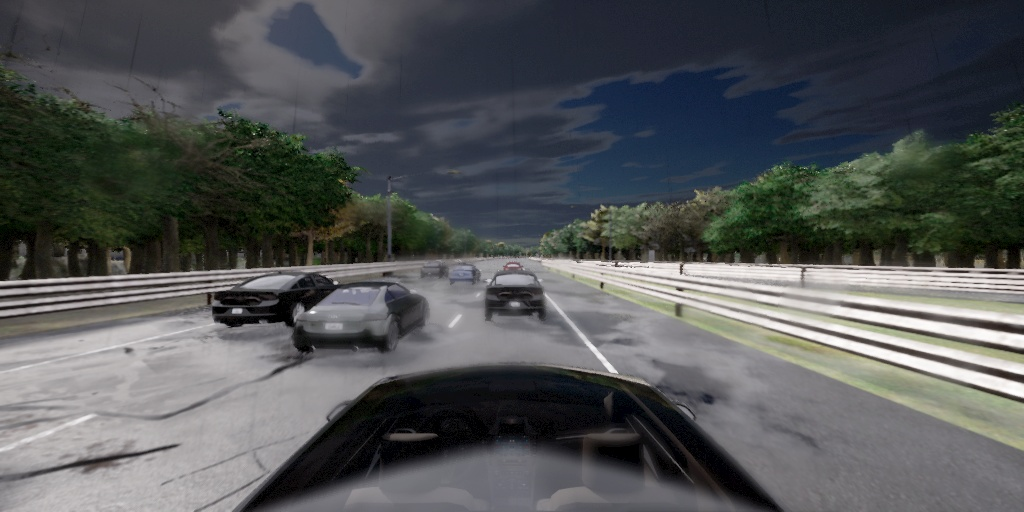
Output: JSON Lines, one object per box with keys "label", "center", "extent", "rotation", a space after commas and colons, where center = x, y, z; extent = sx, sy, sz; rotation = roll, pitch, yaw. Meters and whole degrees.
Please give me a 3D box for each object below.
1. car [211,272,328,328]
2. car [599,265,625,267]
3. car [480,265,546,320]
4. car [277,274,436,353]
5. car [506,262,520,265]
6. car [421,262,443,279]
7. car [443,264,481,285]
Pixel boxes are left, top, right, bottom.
{"label": "car", "center": [-6.898, 1.233, 11.476], "extent": [1.882, 1.535, 5.008], "rotation": [0, 0, 0]}
{"label": "car", "center": [14.656, 1.515, 52.925], "extent": [1.895, 1.301, 4.718], "rotation": [0, 0, -15]}
{"label": "car", "center": [0.105, 1.233, 12.678], "extent": [1.882, 1.535, 5.008], "rotation": [0, 0, 0]}
{"label": "car", "center": [-3.403, 1.317, 8.866], "extent": [1.994, 1.385, 4.181], "rotation": [0, 0, 0]}
{"label": "car", "center": [0.107, 1.306, 33.624], "extent": [1.812, 1.442, 4.674], "rotation": [0, 0, 0]}
{"label": "car", "center": [-6.892, 1.253, 32.446], "extent": [2.128, 1.511, 4.902], "rotation": [0, 1, 0]}
{"label": "car", "center": [-3.388, 1.319, 26.579], "extent": [2.033, 1.411, 5.357], "rotation": [0, 0, 0]}
